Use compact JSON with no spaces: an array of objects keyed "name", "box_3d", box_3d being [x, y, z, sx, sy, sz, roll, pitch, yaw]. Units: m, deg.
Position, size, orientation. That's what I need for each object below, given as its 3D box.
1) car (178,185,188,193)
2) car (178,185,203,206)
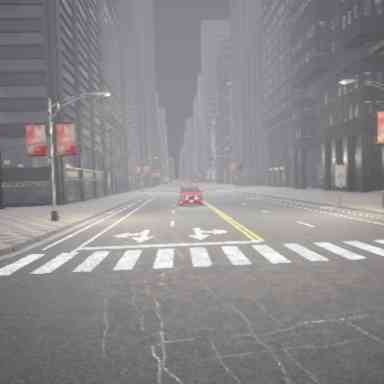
[{"name":"car","box_3d":[-1.944,-0.625,70.233,1.882,1.535,5.008,-2,2,-3]},{"name":"car","box_3d":[-0.194,0.343,32.839,2.150,2.045,5.566,-2,3,-3]}]
